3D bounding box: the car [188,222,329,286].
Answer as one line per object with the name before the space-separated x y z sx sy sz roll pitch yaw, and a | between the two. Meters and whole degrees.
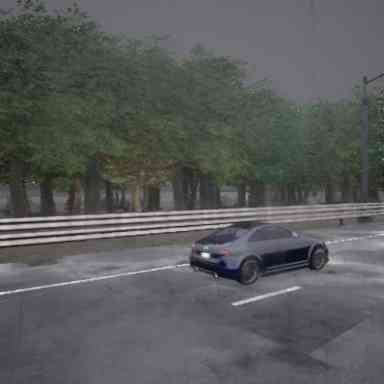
car | 1.973 1.541 9.428 4.181 1.385 1.994 0 0 -35
